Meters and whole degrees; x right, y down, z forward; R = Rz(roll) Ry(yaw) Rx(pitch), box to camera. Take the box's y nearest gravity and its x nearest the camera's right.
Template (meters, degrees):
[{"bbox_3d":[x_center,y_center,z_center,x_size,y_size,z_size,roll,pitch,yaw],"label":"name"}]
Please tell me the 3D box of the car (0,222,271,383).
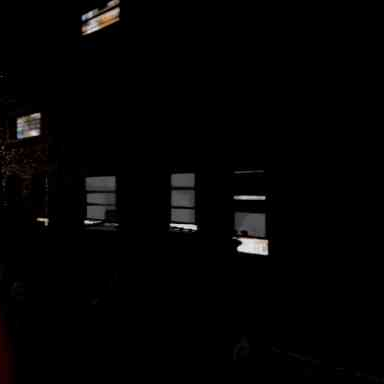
[{"bbox_3d":[-1.562,1.299,3.990,5.009,1.841,2.192,0,0,35],"label":"car"}]
